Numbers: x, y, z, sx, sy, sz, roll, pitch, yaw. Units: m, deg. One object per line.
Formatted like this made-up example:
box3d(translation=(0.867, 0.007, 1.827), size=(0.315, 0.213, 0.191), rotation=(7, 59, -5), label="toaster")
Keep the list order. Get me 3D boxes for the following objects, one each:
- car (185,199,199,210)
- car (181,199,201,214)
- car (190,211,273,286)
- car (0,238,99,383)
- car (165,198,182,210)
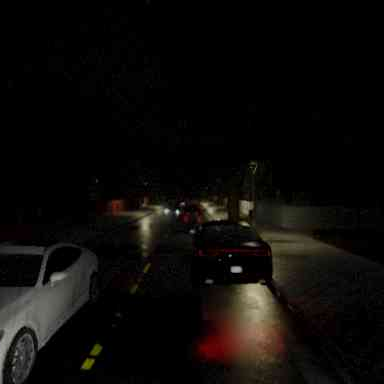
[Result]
box3d(translation=(0.000, 1.824, 48.265), size=(1.812, 1.442, 4.674), rotation=(0, 0, 0), label="car")
box3d(translation=(0.076, 1.720, 38.130), size=(1.882, 1.535, 5.008), rotation=(0, 0, 1), label="car")
box3d(translation=(0.962, 1.543, 9.672), size=(1.882, 1.535, 5.008), rotation=(0, 0, 0), label="car")
box3d(translation=(-2.850, 1.563, 5.408), size=(1.812, 1.442, 4.674), rotation=(0, 0, 0), label="car")
box3d(translation=(-2.840, 1.779, 48.839), size=(1.882, 1.535, 5.008), rotation=(0, 0, 0), label="car")
